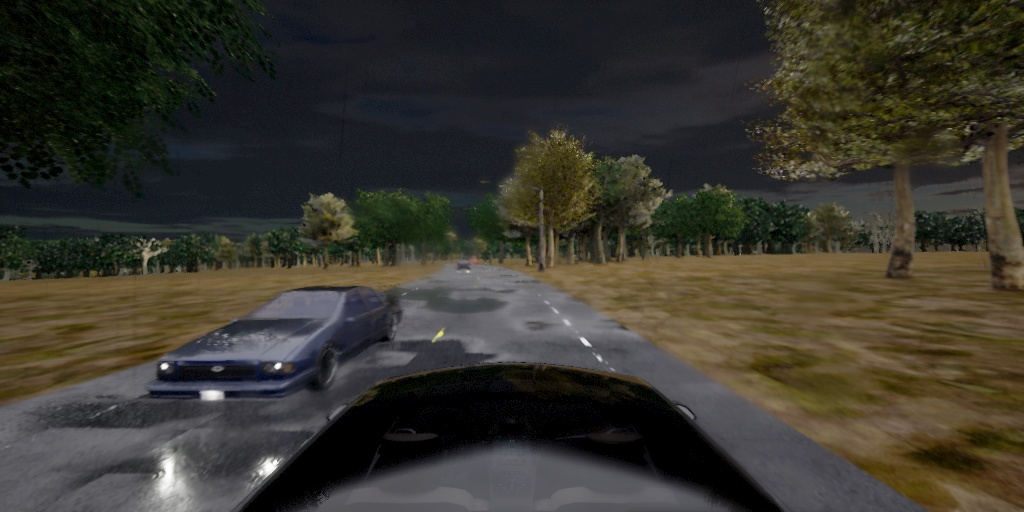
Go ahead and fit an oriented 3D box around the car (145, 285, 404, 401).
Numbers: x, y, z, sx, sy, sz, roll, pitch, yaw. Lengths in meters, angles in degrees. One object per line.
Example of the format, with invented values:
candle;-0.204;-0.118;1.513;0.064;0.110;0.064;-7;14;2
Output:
car;-3.658;1.298;6.997;2.033;1.411;5.357;0;0;-1

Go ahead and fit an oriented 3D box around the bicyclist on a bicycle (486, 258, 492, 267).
bicyclist on a bicycle;-3.752;1.244;62.443;0.582;1.620;1.656;0;0;-9

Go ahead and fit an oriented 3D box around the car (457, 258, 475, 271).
car;-6.430;1.304;48.520;2.033;1.411;5.357;0;0;-6
